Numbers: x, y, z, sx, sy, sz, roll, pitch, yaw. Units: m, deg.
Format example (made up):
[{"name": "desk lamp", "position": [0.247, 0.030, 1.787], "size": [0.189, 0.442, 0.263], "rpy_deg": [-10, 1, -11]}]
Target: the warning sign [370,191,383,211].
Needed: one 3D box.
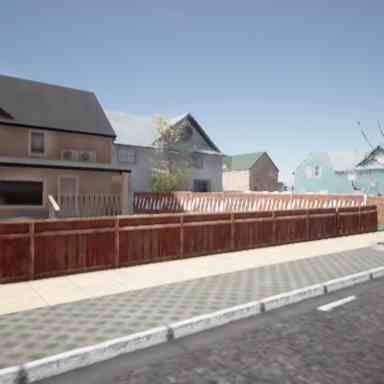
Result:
[{"name": "warning sign", "position": [17.768, 0.862, 31.638], "size": [1.300, 1.860, 1.060], "rpy_deg": [0, 0, -36]}]
